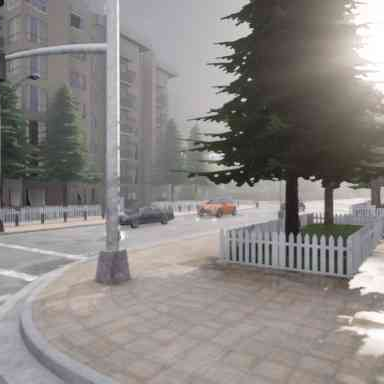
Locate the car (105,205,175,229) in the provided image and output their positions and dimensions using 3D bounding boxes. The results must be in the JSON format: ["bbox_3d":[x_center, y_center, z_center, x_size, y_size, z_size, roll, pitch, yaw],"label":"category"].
[{"bbox_3d":[-3.319,1.592,22.625,2.033,1.411,5.357,0,0,34],"label":"car"}]

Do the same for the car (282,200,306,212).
[{"bbox_3d":[11.779,1.565,38.586,1.812,1.442,4.674,0,0,33],"label":"car"}]

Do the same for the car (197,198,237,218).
[{"bbox_3d":[2.407,1.397,31.163,2.097,1.767,4.553,0,0,34],"label":"car"}]
